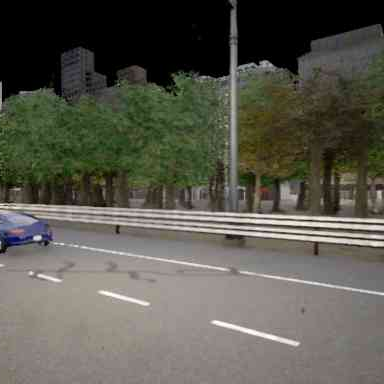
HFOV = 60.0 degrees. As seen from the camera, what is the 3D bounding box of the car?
[{"bbox_3d":[-7.557,1.532,13.575,4.674,1.442,1.812,0,0,36],"label":"car"}]
